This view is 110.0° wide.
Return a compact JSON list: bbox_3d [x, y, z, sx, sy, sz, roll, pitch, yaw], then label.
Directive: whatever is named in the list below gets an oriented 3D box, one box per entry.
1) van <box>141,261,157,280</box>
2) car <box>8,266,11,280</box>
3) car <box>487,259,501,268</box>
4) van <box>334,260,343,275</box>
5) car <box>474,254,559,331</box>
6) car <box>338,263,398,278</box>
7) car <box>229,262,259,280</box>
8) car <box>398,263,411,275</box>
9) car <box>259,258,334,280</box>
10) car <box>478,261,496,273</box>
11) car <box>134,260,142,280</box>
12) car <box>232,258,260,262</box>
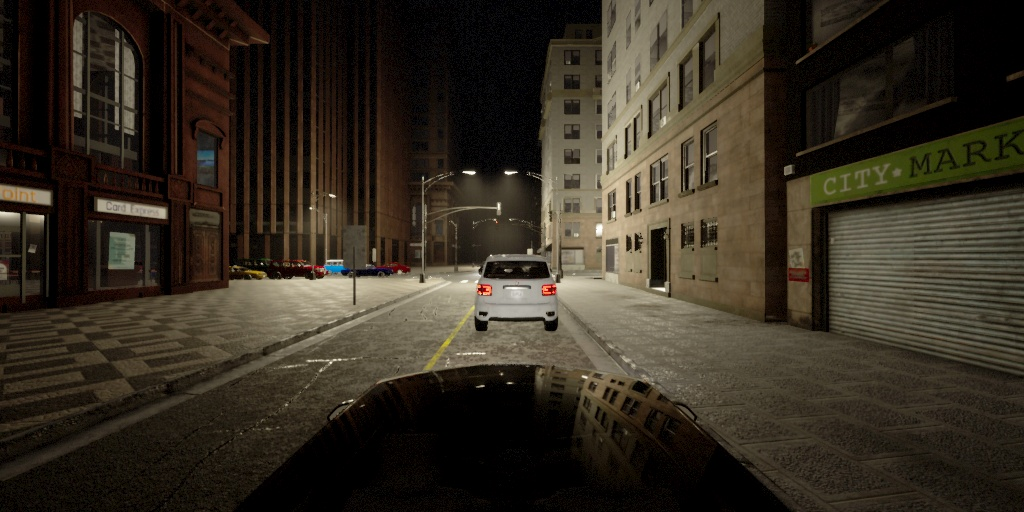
[{"bbox_3d":[-30.857,1.435,32.830,3.998,1.789,1.690,0,0,0],"label":"van"},{"bbox_3d":[-47.730,1.849,32.898,4.403,1.370,2.007,0,0,0],"label":"car"},{"bbox_3d":[-3.037,1.218,62.201,2.128,1.511,4.902,0,0,0],"label":"car"},{"bbox_3d":[-19.584,1.340,41.311,3.998,1.789,1.690,0,0,0],"label":"van"},{"bbox_3d":[0.104,0.974,11.090,2.150,2.045,5.566,0,0,0],"label":"car"},{"bbox_3d":[-14.132,1.506,35.335,4.718,1.301,1.895,-1,0,0],"label":"car"},{"bbox_3d":[-25.063,1.552,32.807,4.829,1.417,1.751,0,0,0],"label":"car"},{"bbox_3d":[-13.960,1.477,41.288,4.507,1.381,1.888,0,0,0],"label":"car"},{"bbox_3d":[-19.609,1.273,32.785,5.009,1.841,2.192,0,0,0],"label":"car"},{"bbox_3d":[-3.072,1.361,45.360,1.895,1.301,4.718,0,0,0],"label":"car"},{"bbox_3d":[-37.579,1.411,35.447,5.566,2.045,2.150,-1,0,0],"label":"car"},{"bbox_3d":[-24.749,1.255,35.374,5.566,2.045,2.150,-1,0,0],"label":"car"}]
